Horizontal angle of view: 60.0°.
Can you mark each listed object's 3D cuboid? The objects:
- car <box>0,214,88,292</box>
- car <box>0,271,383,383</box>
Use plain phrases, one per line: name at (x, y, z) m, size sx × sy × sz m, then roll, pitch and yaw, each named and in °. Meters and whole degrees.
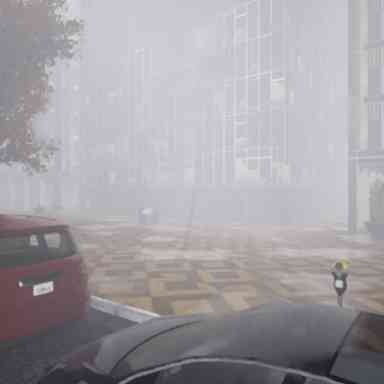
car at (-3.832, 1.311, 5.626) m, size 5.009 × 1.841 × 2.192 m, roll 0°, pitch 0°, yaw 36°
car at (0.658, 1.565, 2.409) m, size 4.313 × 1.339 × 1.947 m, roll 0°, pitch 0°, yaw 36°
